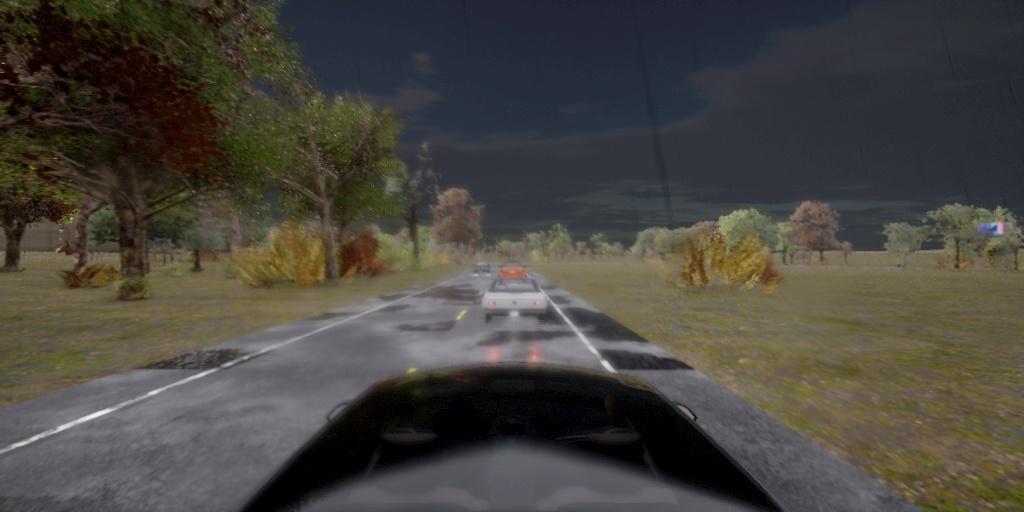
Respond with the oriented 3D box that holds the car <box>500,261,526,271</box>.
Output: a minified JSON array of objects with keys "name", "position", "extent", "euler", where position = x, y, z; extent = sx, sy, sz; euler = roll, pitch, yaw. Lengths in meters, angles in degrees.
[{"name":"car","position":[0.084,1.190,28.831],"extent":[2.097,1.767,4.553],"euler":[0,0,0]}]

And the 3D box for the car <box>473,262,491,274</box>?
[{"name":"car","position":[-3.591,1.407,43.571],"extent":[1.812,1.442,4.674],"euler":[0,0,0]}]

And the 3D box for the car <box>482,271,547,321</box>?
[{"name":"car","position":[0.083,1.387,12.534],"extent":[1.895,1.301,4.718],"euler":[0,0,0]}]
